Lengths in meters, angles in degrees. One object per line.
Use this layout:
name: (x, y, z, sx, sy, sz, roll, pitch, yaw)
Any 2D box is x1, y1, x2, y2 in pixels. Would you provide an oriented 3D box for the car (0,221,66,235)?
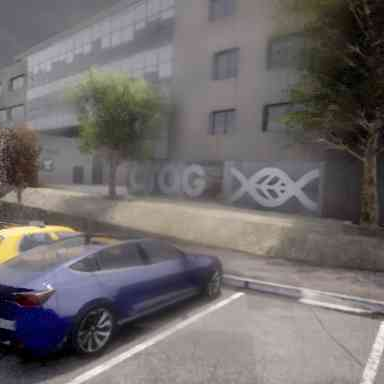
car: (-3.437, 1.460, 7.964, 1.946, 1.575, 5.366, 0, 0, 36)

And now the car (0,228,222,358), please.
car: (-1.254, 1.499, 6.214, 2.163, 1.488, 4.792, 0, 0, 36)
